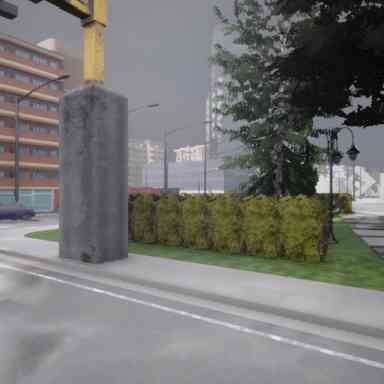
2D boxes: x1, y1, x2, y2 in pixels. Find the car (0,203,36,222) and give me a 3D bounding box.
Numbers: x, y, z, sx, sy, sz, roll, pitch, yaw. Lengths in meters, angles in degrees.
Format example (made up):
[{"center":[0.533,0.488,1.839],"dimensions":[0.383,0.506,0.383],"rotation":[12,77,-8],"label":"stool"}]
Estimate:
[{"center":[-13.995,1.526,24.536],"dimensions":[1.812,1.442,4.674],"rotation":[0,0,35],"label":"car"}]
